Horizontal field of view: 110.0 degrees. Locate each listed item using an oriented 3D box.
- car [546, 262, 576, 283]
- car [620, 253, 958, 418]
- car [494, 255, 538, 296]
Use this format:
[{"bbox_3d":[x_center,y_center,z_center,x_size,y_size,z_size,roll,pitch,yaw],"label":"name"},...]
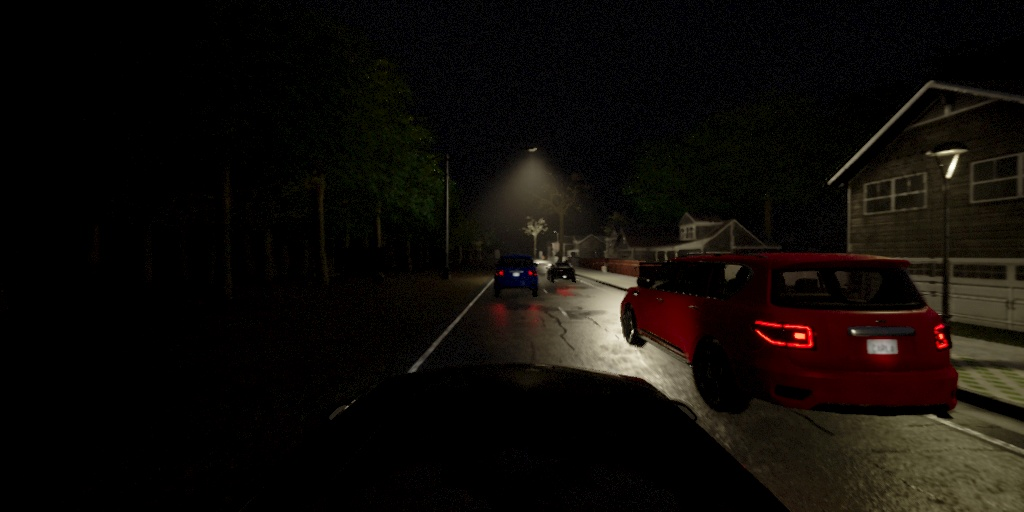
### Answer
[{"bbox_3d":[3.783,1.230,28.029,1.837,1.490,4.892,0,0,0],"label":"car"},{"bbox_3d":[3.634,0.977,6.192,2.150,2.045,5.566,0,0,0],"label":"car"},{"bbox_3d":[0.217,0.948,19.311,2.150,2.045,5.566,0,0,0],"label":"car"}]
